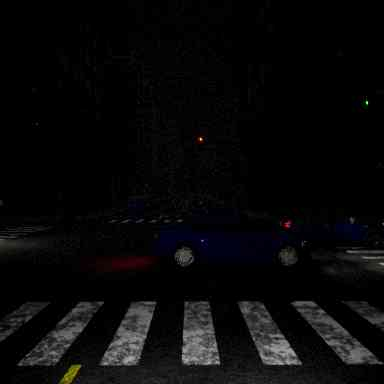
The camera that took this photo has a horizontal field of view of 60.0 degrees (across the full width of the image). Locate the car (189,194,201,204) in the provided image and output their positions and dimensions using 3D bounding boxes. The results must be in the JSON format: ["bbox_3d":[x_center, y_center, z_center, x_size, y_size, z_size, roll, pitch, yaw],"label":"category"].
[{"bbox_3d":[0.346,1.565,63.712,1.994,1.385,4.181,0,0,0],"label":"car"}]

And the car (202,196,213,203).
[{"bbox_3d":[3.033,1.550,67.354,2.008,1.369,4.403,0,0,0],"label":"car"}]

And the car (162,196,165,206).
[{"bbox_3d":[-5.586,1.584,50.388,1.802,1.307,4.206,0,0,0],"label":"car"}]

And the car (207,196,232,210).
[{"bbox_3d":[2.846,1.442,33.339,1.967,1.590,4.097,0,0,0],"label":"car"}]

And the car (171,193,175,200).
[{"bbox_3d":[-5.462,1.542,73.060,1.887,1.381,4.507,0,0,0],"label":"car"}]

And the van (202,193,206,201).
[{"bbox_3d":[2.970,1.343,56.015,1.690,1.788,3.998,0,0,0],"label":"van"}]

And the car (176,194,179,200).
[{"bbox_3d":[-5.369,1.306,90.065,2.192,1.841,5.009,0,0,0],"label":"car"}]

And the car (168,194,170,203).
[{"bbox_3d":[-5.525,1.526,61.554,1.752,1.417,4.829,0,0,0],"label":"car"}]

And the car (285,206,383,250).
[{"bbox_3d":[5.817,1.362,13.923,4.553,1.767,2.097,0,0,0],"label":"car"}]

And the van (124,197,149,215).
[{"bbox_3d":[-5.680,1.343,33.383,1.690,1.788,3.998,0,0,0],"label":"van"}]

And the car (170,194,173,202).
[{"bbox_3d":[-5.493,1.566,67.392,1.947,1.339,4.313,0,0,0],"label":"car"}]

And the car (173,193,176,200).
[{"bbox_3d":[-5.432,1.521,78.559,1.752,1.417,4.829,0,0,0],"label":"car"}]

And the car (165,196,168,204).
[{"bbox_3d":[-5.555,1.568,56.056,1.947,1.339,4.313,0,0,0],"label":"car"}]

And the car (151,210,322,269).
[{"bbox_3d":[1.216,1.482,10.656,5.008,1.535,1.882,0,0,0],"label":"car"}]

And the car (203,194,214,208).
[{"bbox_3d":[2.908,1.443,44.677,1.967,1.590,4.097,0,0,0],"label":"car"}]

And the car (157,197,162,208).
[{"bbox_3d":[-5.617,1.568,44.720,1.947,1.339,4.313,0,0,0],"label":"car"}]

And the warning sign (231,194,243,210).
[{"bbox_3d":[5.280,1.118,39.319,1.300,1.860,1.060,0,0,0],"label":"warning sign"}]

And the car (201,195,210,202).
[{"bbox_3d":[3.095,1.436,78.692,1.967,1.590,4.097,0,0,0],"label":"car"}]

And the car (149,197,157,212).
[{"bbox_3d":[-5.648,1.442,39.051,1.967,1.590,4.097,0,0,0],"label":"car"}]
